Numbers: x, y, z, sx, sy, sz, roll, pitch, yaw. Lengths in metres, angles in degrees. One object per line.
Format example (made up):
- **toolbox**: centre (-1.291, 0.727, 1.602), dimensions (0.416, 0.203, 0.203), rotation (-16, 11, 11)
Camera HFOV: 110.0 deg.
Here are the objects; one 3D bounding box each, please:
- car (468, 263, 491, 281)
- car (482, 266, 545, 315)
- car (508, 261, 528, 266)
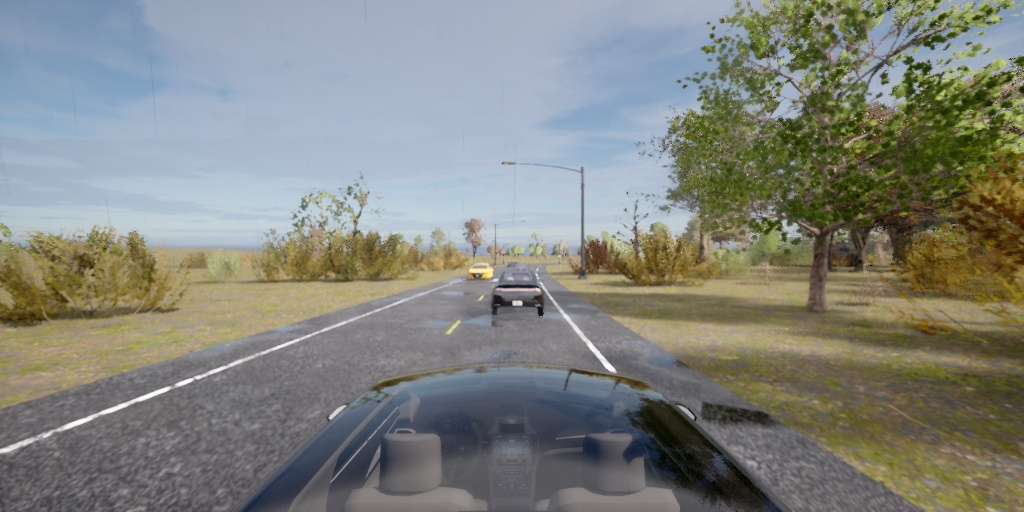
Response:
- **car**: centre (-2.836, 1.421, 33.017), dimensions (1.882, 1.535, 5.008), rotation (0, 0, 3)
- **car**: centre (0.238, 1.326, 14.077), dimensions (2.128, 1.511, 4.902), rotation (0, 0, 1)
- **car**: centre (0.998, 1.513, 36.020), dimensions (2.033, 1.411, 5.357), rotation (0, 0, 3)
